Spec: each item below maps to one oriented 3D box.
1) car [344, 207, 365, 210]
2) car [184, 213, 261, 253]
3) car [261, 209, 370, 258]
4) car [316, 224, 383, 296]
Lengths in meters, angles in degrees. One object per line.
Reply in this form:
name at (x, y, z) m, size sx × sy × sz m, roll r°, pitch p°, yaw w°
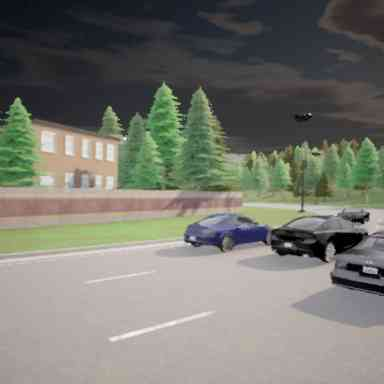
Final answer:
car at (13.326, 1.907, 27.228) m, size 1.895 × 1.301 × 4.718 m, roll 0°, pitch 0°, yaw 34°
car at (1.748, 1.645, 14.399) m, size 4.674 × 1.442 × 1.812 m, roll 1°, pitch 0°, yaw -42°
car at (5.012, 1.610, 12.638) m, size 5.008 × 1.535 × 1.882 m, roll 0°, pitch 0°, yaw -42°
car at (5.489, 1.652, 8.363) m, size 5.357 × 1.411 × 2.033 m, roll 1°, pitch -1°, yaw -41°
